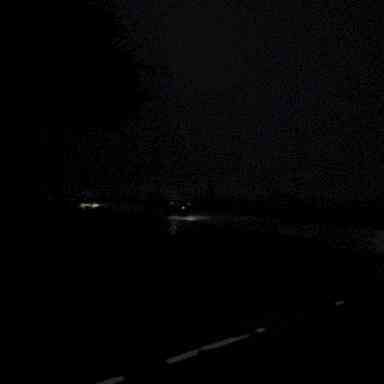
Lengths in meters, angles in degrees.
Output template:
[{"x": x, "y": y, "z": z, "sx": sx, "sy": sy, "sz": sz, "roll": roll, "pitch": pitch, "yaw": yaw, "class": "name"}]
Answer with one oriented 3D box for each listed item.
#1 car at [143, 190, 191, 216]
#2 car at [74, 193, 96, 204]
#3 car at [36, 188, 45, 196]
[{"x": -2.336, "y": 0.903, "z": 29.633, "sx": 2.150, "sy": 2.045, "sz": 5.566, "roll": -1, "pitch": 1, "yaw": -36, "class": "car"}, {"x": -15.362, "y": 0.848, "z": 47.617, "sx": 1.882, "sy": 1.535, "sz": 5.008, "roll": -1, "pitch": 1, "yaw": -35, "class": "car"}, {"x": -39.514, "y": 0.077, "z": 85.487, "sx": 2.150, "sy": 2.045, "sz": 5.566, "roll": -1, "pitch": 1, "yaw": -36, "class": "car"}]
